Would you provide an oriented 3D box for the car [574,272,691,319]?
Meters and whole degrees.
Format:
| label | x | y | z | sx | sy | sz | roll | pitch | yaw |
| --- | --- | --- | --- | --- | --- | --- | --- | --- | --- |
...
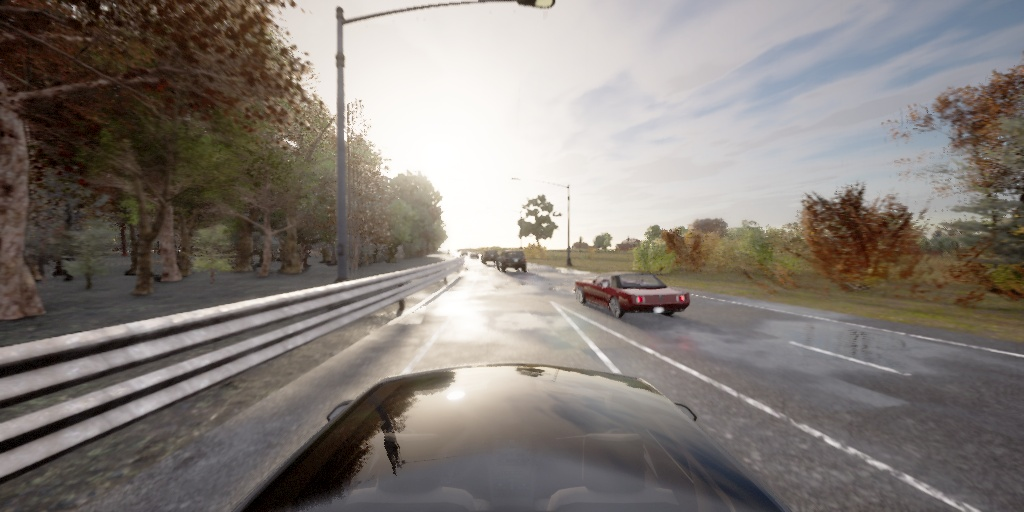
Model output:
| label | x | y | z | sx | sy | sz | roll | pitch | yaw |
| --- | --- | --- | --- | --- | --- | --- | --- | --- | --- |
| car | 3.689 | 1.180 | 12.101 | 1.895 | 1.301 | 4.718 | 0 | 1 | -10 |

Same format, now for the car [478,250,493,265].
| label | x | y | z | sx | sy | sz | roll | pitch | yaw |
| --- | --- | --- | --- | --- | --- | --- | --- | --- | --- |
| car | -3.112 | 0.126 | 50.852 | 2.150 | 2.045 | 5.566 | 0 | 1 | -10 |

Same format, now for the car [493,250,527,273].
| label | x | y | z | sx | sy | sz | roll | pitch | yaw |
| --- | --- | --- | --- | --- | --- | --- | --- | --- | --- |
| car | -0.101 | 0.446 | 33.687 | 2.150 | 2.045 | 5.566 | 0 | 1 | -10 |
